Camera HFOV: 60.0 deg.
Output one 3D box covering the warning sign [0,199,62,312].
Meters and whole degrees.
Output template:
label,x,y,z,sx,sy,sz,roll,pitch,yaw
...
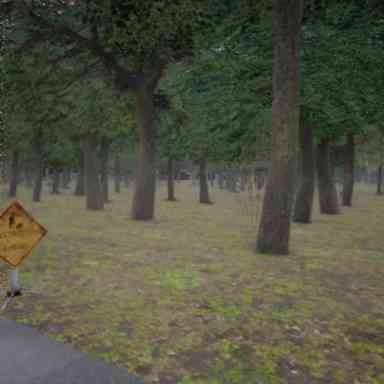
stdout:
label,x,y,z,sx,sy,sz,roll,pitch,yaw
warning sign,-3.368,1.091,6.321,1.060,1.860,1.300,0,0,35
